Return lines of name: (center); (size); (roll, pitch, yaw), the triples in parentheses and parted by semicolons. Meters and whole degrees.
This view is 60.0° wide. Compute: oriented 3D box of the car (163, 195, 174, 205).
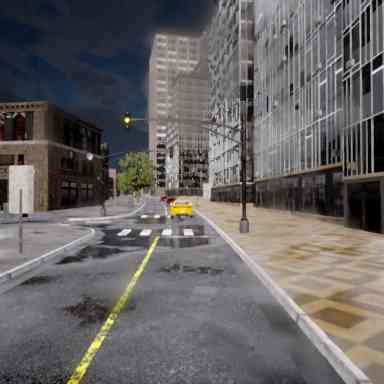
car: (-3.676, 1.516, 59.485); (1.812, 1.442, 4.674); (0, 0, -7)

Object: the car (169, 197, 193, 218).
car: (-0.985, 1.477, 30.747); (1.882, 1.535, 5.008); (0, 0, -4)

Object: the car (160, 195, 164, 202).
car: (-6.459, 1.504, 78.503); (1.812, 1.442, 4.674); (0, 0, -10)
